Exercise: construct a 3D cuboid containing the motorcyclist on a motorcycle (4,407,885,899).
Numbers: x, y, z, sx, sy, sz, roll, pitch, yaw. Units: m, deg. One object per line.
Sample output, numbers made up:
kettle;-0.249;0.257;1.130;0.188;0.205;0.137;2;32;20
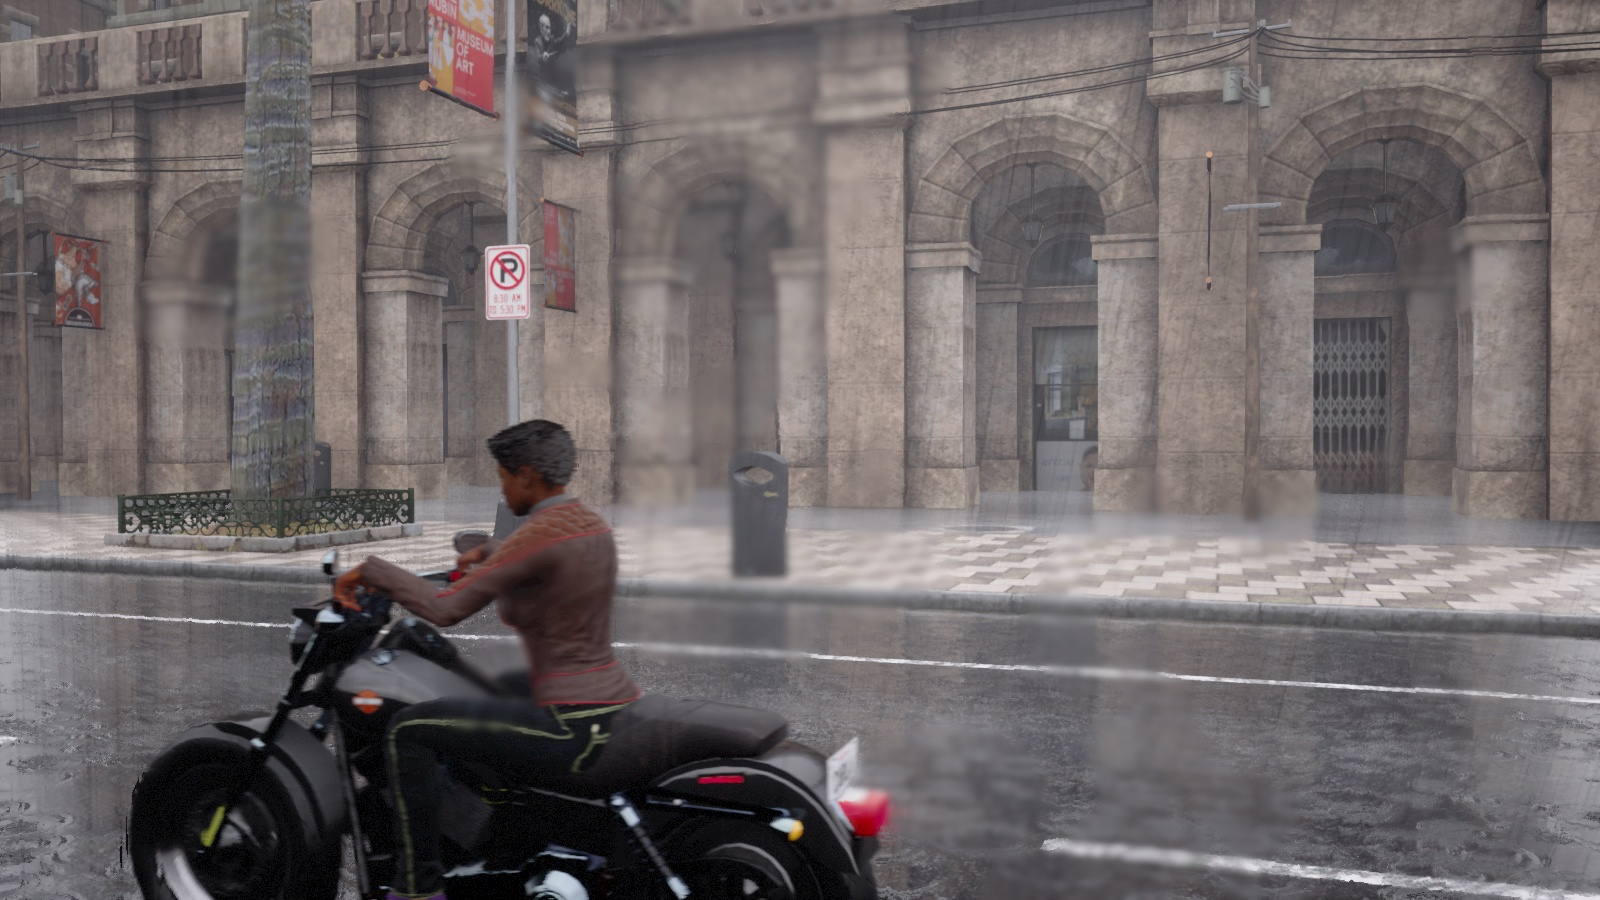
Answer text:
motorcyclist on a motorcycle;-0.999;0.717;3.527;2.350;1.649;0.766;0;1;19
